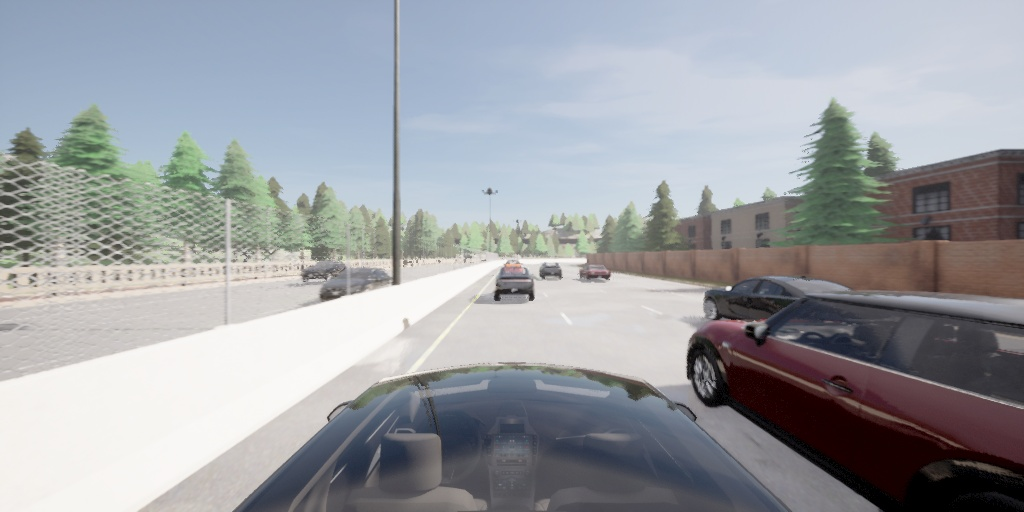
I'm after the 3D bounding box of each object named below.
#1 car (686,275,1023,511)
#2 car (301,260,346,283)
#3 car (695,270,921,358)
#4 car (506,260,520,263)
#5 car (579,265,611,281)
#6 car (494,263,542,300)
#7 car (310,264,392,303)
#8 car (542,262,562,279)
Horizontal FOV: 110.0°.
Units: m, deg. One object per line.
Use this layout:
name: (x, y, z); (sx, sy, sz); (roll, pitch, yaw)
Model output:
car: (3.600, 1.106, 3.411); (2.097, 1.767, 4.553); (0, 0, 0)
car: (-13.993, 1.096, 27.373); (1.882, 1.535, 5.008); (0, 0, 0)
car: (7.104, 1.247, 9.558); (1.882, 1.535, 5.008); (0, 0, 0)
car: (0.109, 1.192, 39.328); (2.097, 1.767, 4.553); (0, 0, 0)
car: (7.110, 1.422, 31.229); (1.895, 1.301, 4.718); (0, 0, 0)
car: (0.105, 1.281, 17.937); (2.128, 1.511, 4.902); (0, 0, 0)
car: (-7.076, 1.292, 16.819); (1.837, 1.490, 4.892); (0, 0, 0)
car: (3.608, 1.320, 34.040); (2.128, 1.511, 4.902); (0, 0, 0)
